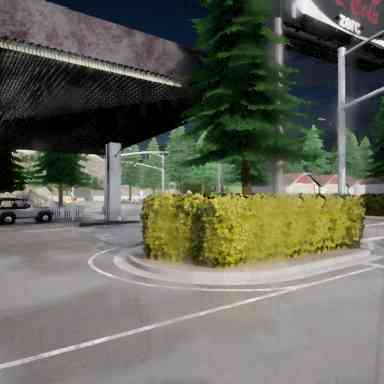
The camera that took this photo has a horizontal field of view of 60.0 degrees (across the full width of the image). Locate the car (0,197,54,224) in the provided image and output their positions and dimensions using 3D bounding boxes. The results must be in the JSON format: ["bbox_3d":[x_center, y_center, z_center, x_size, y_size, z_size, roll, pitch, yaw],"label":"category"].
[{"bbox_3d":[-11.935,1.313,23.504,3.866,1.878,1.905,0,0,-36],"label":"car"}]
